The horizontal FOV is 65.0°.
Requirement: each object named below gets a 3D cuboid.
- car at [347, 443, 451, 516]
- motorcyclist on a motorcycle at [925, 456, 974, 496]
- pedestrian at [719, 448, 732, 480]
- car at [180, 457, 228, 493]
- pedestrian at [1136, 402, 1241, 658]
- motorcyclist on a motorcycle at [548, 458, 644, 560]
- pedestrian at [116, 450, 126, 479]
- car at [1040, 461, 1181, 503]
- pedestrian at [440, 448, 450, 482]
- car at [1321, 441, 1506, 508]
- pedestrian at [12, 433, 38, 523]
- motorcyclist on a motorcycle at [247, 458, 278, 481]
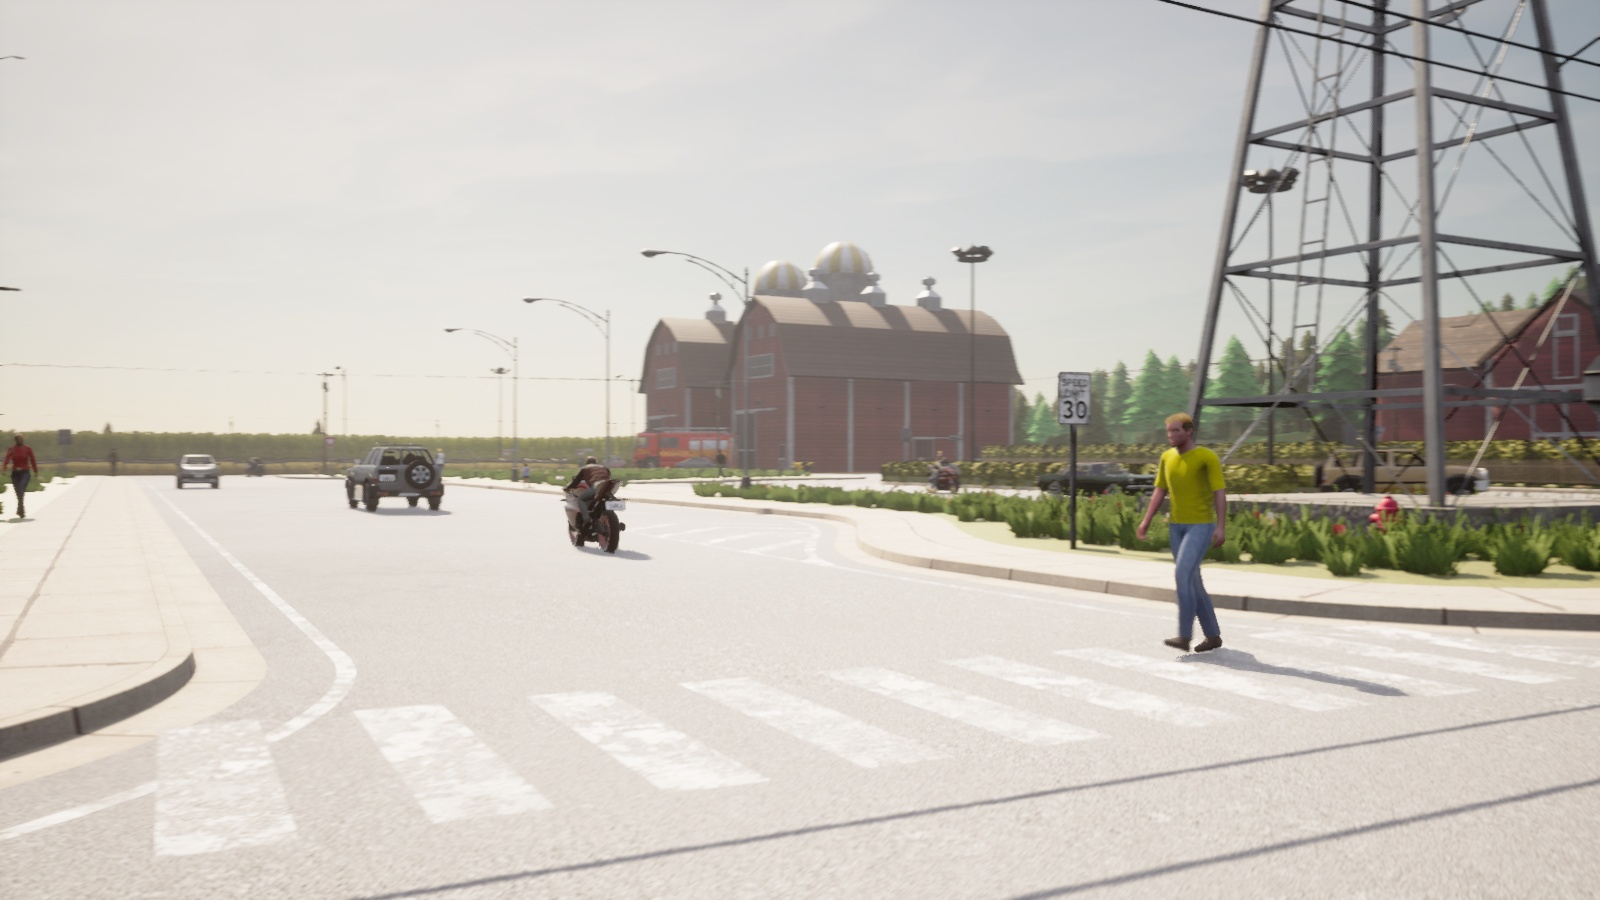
[{"bbox_3d":[-11.164,0.773,34.775,1.932,1.855,4.605,0,0,-28],"label":"car"},{"bbox_3d":[5.964,1.026,50.244,0.866,1.530,2.191,0,0,-28],"label":"motorcyclist on a motorcycle"},{"bbox_3d":[-4.278,0.787,72.147,0.431,1.840,0.703,0,0,33],"label":"pedestrian"},{"bbox_3d":[-26.952,1.090,56.731,1.789,1.549,3.705,0,0,-28],"label":"car"},{"bbox_3d":[2.897,0.574,9.353,0.706,1.836,0.354,0,0,-30],"label":"pedestrian"},{"bbox_3d":[-3.300,0.894,20.132,0.866,1.530,2.191,0,0,-28],"label":"motorcyclist on a motorcycle"},{"bbox_3d":[-43.047,0.928,79.589,0.328,1.805,0.869,0,0,-12],"label":"pedestrian"},{"bbox_3d":[10.307,1.038,42.096,1.895,1.301,4.718,0,0,-29],"label":"car"},{"bbox_3d":[-19.051,0.801,67.341,0.354,1.836,0.706,0,0,-30],"label":"pedestrian"},{"bbox_3d":[17.584,0.707,36.265,4.605,1.855,1.932,-1,0,20],"label":"car"},{"bbox_3d":[-16.189,0.580,26.246,0.331,1.846,0.636,0,0,-19],"label":"pedestrian"},{"bbox_3d":[-37.159,1.330,86.829,0.866,1.530,2.191,2,0,8],"label":"motorcyclist on a motorcycle"}]
